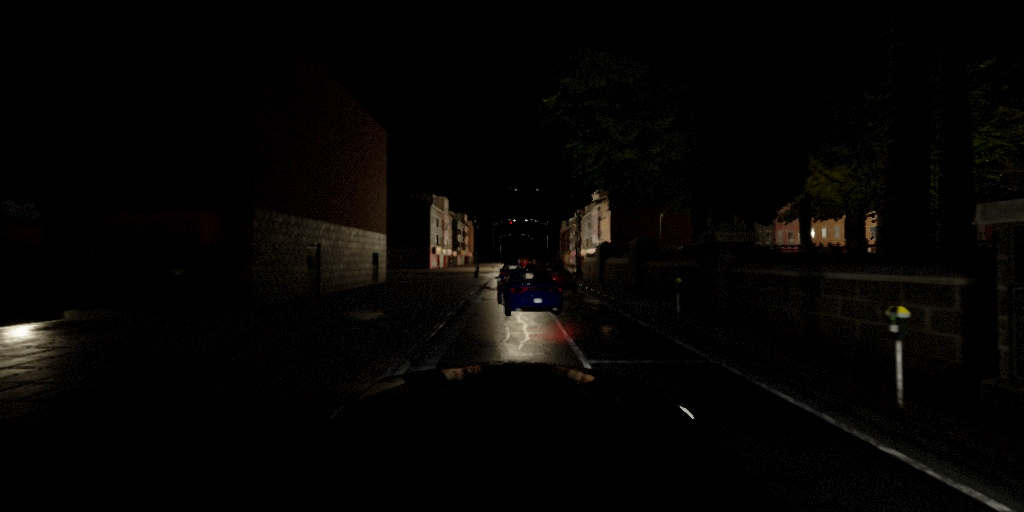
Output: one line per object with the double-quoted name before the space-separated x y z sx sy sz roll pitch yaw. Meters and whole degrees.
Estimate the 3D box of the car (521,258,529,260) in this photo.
"car" 2.642 1.394 52.329 1.888 1.381 4.507 0 0 0

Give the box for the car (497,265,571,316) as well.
"car" 0.515 1.238 13.425 1.882 1.535 5.008 0 -1 -7

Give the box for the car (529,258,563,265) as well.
"car" 2.640 1.095 25.900 2.192 1.841 5.009 0 0 0

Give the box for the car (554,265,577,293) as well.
"car" 2.640 1.352 20.451 1.802 1.307 4.207 0 0 0

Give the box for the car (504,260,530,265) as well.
"car" 0.072 1.256 24.945 1.882 1.535 5.008 0 0 1
